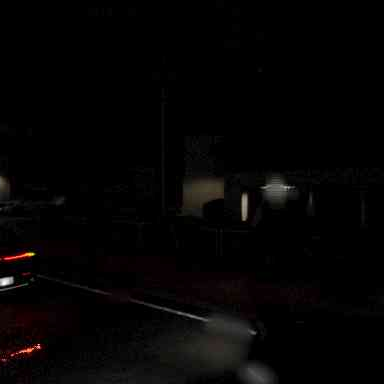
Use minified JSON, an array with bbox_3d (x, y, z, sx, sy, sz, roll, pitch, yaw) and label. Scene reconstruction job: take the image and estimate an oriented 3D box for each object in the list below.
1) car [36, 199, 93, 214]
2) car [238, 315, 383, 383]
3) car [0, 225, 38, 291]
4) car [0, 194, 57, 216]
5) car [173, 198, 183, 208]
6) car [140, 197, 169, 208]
[{"bbox_3d":[-12.085,1.600,32.231,1.895,1.301,4.718,0,0,35],"label":"car"},{"bbox_3d":[2.547,1.526,2.169,4.674,1.442,1.812,0,0,36],"label":"car"},{"bbox_3d":[-5.575,1.504,7.975,4.892,1.490,1.837,0,0,37],"label":"car"},{"bbox_3d":[-15.966,1.220,32.813,2.150,2.045,5.566,0,0,35],"label":"car"},{"bbox_3d":[-0.860,1.563,47.965,1.994,1.385,4.181,0,0,36],"label":"car"},{"bbox_3d":[-5.358,1.490,47.693,2.128,1.511,4.902,0,0,36],"label":"car"}]
